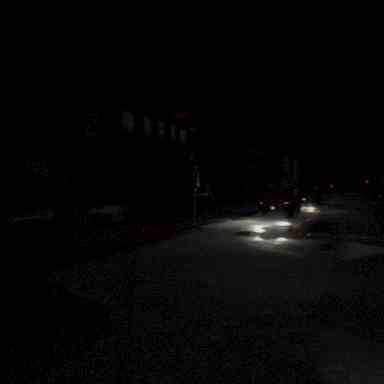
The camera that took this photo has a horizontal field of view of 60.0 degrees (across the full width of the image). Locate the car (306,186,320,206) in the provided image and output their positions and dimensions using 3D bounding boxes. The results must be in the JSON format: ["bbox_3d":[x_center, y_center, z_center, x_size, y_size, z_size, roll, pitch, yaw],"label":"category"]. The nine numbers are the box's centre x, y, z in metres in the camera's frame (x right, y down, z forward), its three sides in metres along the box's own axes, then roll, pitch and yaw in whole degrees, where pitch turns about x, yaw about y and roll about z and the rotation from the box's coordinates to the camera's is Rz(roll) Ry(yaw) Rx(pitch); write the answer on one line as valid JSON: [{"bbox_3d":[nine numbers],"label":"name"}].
[{"bbox_3d":[12.748,0.340,36.560,2.150,2.045,5.566,1,1,27],"label":"car"}]

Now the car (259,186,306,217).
[{"bbox_3d":[6.550,0.629,24.244,2.150,2.045,5.566,1,2,27],"label":"car"}]
